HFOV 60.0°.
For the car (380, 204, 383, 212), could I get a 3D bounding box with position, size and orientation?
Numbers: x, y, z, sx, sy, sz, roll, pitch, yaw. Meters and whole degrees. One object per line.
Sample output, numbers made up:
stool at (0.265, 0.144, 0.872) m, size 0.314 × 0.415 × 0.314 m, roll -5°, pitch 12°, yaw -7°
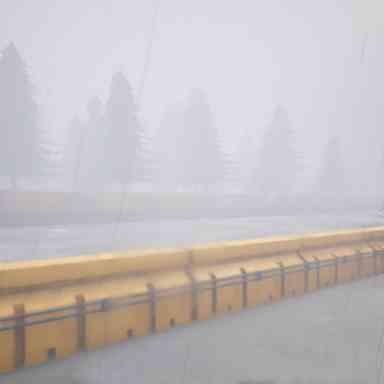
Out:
car at (29.999, 2.221, 50.257) m, size 1.882 × 1.535 × 5.008 m, roll 0°, pitch 0°, yaw 44°
